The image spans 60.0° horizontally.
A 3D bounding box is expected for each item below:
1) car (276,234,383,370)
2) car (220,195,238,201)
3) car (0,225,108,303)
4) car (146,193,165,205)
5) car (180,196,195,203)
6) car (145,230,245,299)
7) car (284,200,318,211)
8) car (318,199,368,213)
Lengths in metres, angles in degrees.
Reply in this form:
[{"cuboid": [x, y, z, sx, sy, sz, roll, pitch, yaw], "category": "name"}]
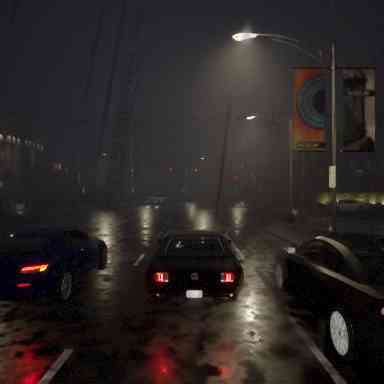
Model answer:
[{"cuboid": [2.904, 1.480, 5.910, 2.097, 1.535, 5.008, 0, 0, 0], "category": "car"}, {"cuboid": [9.470, 1.539, 84.567, 5.357, 1.411, 2.033, 0, 0, -40], "category": "car"}, {"cuboid": [-3.434, 1.526, 8.052, 1.812, 1.442, 4.674, 0, 0, 0], "category": "car"}, {"cuboid": [-6.247, 1.222, 57.821, 2.150, 2.045, 5.566, 0, 0, 11], "category": "car"}, {"cuboid": [-0.891, 1.523, 72.634, 1.812, 1.442, 4.674, 0, 0, 30], "category": "car"}, {"cuboid": [0.069, 1.601, 8.375, 1.895, 1.301, 4.718, 0, 0, 1], "category": "car"}, {"cuboid": [13.629, 1.600, 40.196, 4.718, 1.301, 1.895, 0, 0, 2], "category": "car"}, {"cuboid": [16.800, 1.525, 36.589, 4.674, 1.442, 1.812, 0, 0, 0], "category": "car"}]
